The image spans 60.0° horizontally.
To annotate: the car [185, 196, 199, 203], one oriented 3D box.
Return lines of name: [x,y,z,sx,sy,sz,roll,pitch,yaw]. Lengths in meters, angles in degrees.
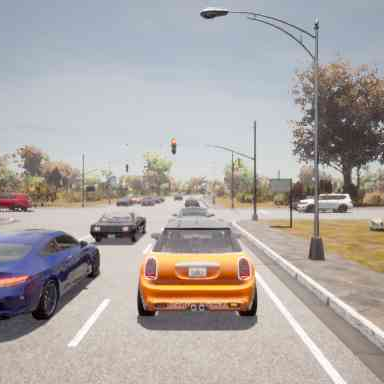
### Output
car: [0.043,1.564,49.539,1.994,1.385,4.181,0,0,-2]

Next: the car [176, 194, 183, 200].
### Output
car: [-3.535,1.374,95.036,1.812,1.442,4.674,0,0,1]

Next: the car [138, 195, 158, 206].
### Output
car: [-7.125,1.505,54.360,1.837,1.490,4.892,0,0,1]

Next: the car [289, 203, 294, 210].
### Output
car: [14.051,1.504,39.655,4.892,1.490,1.837,0,0,3]

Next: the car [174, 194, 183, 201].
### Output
car: [-3.567,1.492,84.628,1.837,1.490,4.892,0,0,0]

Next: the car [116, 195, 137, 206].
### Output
car: [-10.643,1.547,53.164,2.033,1.411,5.357,0,0,1]

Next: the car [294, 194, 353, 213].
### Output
car: [14.436,1.221,36.127,5.566,2.045,2.150,0,0,3]

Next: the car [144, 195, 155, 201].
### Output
car: [-10.568,1.525,83.199,2.128,1.511,4.902,0,0,0]

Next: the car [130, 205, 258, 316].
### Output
car: [0.094,1.352,7.659,2.097,1.767,4.553,0,0,0]

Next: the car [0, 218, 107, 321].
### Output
car: [-3.406,1.526,7.191,1.812,1.442,4.674,0,0,0]

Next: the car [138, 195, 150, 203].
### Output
car: [-10.561,1.478,72.863,1.882,1.535,5.008,0,0,0]

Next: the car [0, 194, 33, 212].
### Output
car: [-21.241,1.221,38.113,5.566,2.045,2.150,0,0,3]

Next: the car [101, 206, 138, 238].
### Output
car: [-3.414,1.601,16.349,1.895,1.301,4.718,0,0,0]

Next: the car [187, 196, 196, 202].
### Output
car: [-0.061,1.595,74.380,1.895,1.301,4.718,0,0,0]

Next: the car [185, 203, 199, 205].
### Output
car: [0.086,1.505,16.616,1.837,1.490,4.892,0,0,0]

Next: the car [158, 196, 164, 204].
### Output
car: [-7.103,1.477,63.838,1.882,1.535,5.008,0,0,0]
